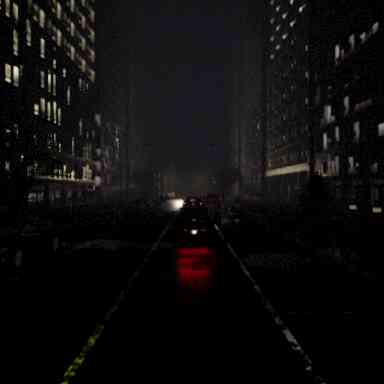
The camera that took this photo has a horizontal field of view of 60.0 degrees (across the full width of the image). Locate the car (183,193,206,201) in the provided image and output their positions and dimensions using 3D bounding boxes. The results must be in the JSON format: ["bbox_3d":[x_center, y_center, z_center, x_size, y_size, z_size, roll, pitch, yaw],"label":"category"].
[{"bbox_3d":[0.098,1.216,34.484,2.097,1.767,4.553,0,0,0],"label":"car"}]

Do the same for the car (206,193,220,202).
[{"bbox_3d":[2.676,1.138,44.809,2.192,1.841,5.009,-1,0,0],"label":"car"}]

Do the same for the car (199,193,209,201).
[{"bbox_3d":[2.675,1.148,73.228,1.967,1.590,4.097,-1,0,0],"label":"car"}]

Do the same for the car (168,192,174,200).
[{"bbox_3d":[-5.705,1.259,73.227,2.008,1.369,4.403,-1,0,0],"label":"car"}]

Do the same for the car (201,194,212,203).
[{"bbox_3d":[2.676,1.195,61.861,1.967,1.590,4.097,-1,0,0],"label":"car"}]

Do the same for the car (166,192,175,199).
[{"bbox_3d":[-5.708,0.952,90.277,2.192,1.841,5.009,-1,0,0],"label":"car"}]

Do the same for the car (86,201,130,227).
[{"bbox_3d":[-5.699,1.464,22.074,2.008,1.369,4.403,-1,0,0],"label":"car"}]

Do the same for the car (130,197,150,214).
[{"bbox_3d":[-5.700,1.450,33.442,1.802,1.307,4.206,-1,0,0],"label":"car"}]

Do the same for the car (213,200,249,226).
[{"bbox_3d":[2.681,1.464,22.075,2.008,1.369,4.403,-1,0,0],"label":"car"}]

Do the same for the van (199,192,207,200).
[{"bbox_3d":[2.673,1.025,78.910,1.690,1.788,3.998,-1,0,0],"label":"van"}]

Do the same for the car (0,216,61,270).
[{"bbox_3d":[-5.699,1.509,10.708,2.008,1.369,4.403,-1,0,0],"label":"car"}]

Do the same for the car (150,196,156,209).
[{"bbox_3d":[-5.702,1.286,39.125,1.967,1.590,4.097,-1,0,0],"label":"car"}]

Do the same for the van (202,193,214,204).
[{"bbox_3d":[2.676,1.119,56.177,1.690,1.788,3.998,-1,0,0],"label":"van"}]

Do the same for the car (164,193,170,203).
[{"bbox_3d":[-5.704,1.320,61.860,1.947,1.339,4.313,-1,0,0],"label":"car"}]

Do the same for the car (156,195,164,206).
[{"bbox_3d":[-5.702,1.326,50.323,1.752,1.417,4.829,-1,0,0],"label":"car"}]

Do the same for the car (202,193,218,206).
[{"bbox_3d":[2.676,1.115,50.493,2.192,1.841,5.009,-1,0,0],"label":"car"}]

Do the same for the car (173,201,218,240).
[{"bbox_3d":[0.099,1.439,16.590,1.837,1.490,4.892,0,0,0],"label":"car"}]
